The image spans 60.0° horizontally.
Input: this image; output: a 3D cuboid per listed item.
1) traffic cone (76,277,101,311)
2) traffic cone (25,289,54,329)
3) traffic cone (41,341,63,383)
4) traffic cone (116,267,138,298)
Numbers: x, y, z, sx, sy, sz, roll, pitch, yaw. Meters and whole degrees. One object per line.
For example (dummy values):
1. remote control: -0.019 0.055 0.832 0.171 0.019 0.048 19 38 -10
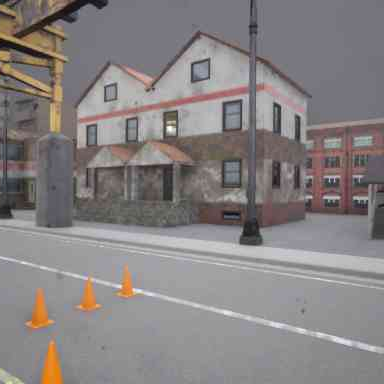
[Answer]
1. traffic cone: -2.004 1.949 6.471 0.340 0.580 0.340 0 0 36
2. traffic cone: -2.589 1.949 5.660 0.340 0.580 0.340 0 0 36
3. traffic cone: -1.552 1.952 3.679 0.340 0.580 0.340 0 0 36
4. traffic cone: -1.419 1.949 7.282 0.340 0.580 0.340 0 0 36
